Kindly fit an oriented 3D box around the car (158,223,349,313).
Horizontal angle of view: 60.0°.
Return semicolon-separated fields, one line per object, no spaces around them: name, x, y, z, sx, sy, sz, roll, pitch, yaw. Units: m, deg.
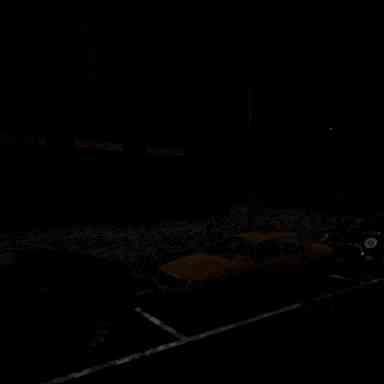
car;1.410;1.527;7.656;4.829;1.417;1.752;0;0;-35

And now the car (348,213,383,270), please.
car;5.975;1.445;10.912;4.097;1.590;1.967;0;0;-35

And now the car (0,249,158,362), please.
car;-2.879;1.566;4.597;4.313;1.339;1.947;0;0;-35
